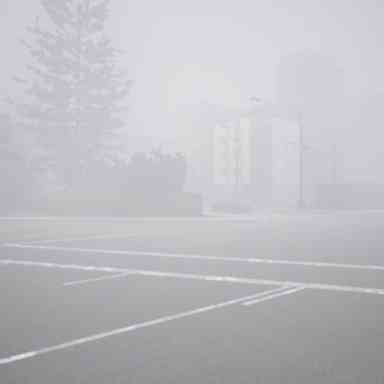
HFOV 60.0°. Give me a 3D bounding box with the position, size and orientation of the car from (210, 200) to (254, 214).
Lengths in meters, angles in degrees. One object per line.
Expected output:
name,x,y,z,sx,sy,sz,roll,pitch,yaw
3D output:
car,3.981,1.451,33.679,1.895,1.301,4.718,-1,0,-35
